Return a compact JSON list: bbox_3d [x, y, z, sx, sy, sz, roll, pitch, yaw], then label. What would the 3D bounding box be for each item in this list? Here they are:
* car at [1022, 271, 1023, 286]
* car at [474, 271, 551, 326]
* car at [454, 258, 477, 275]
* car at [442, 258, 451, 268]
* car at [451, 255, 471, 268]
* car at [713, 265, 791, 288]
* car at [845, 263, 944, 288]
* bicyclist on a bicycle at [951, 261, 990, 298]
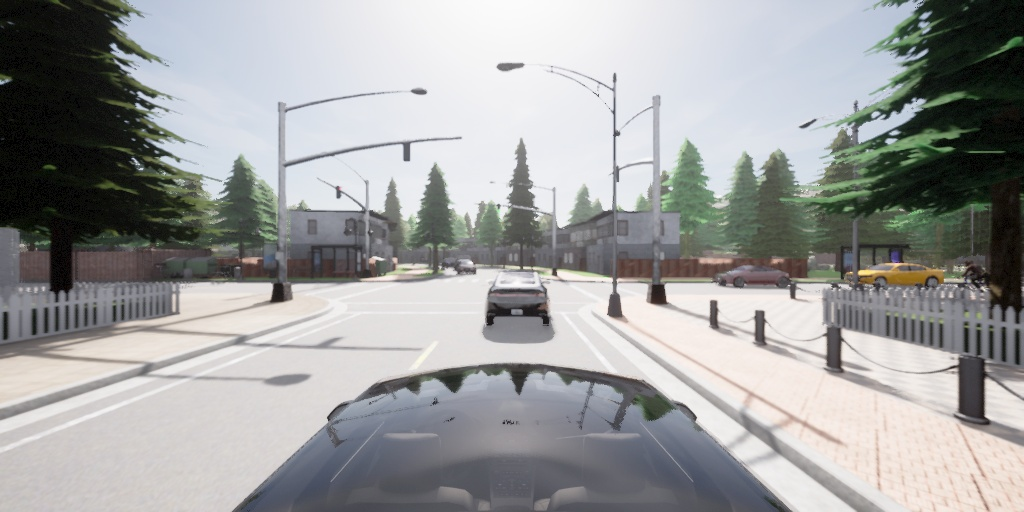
[{"bbox_3d":[34.578,1.230,22.481,4.892,1.490,1.837,0,0,2],"label":"car"},{"bbox_3d":[0.235,1.237,11.694,2.128,1.511,4.902,0,0,2],"label":"car"},{"bbox_3d":[-4.895,1.264,38.913,1.994,1.385,4.181,0,0,-7],"label":"car"},{"bbox_3d":[-9.855,1.044,57.650,2.097,1.767,4.553,0,0,-24],"label":"car"},{"bbox_3d":[-6.489,0.917,48.078,2.150,2.045,5.566,0,0,-15],"label":"car"},{"bbox_3d":[15.326,1.289,23.077,4.181,1.385,1.994,0,0,2],"label":"car"},{"bbox_3d":[24.206,1.203,22.813,5.008,1.535,1.882,0,0,2],"label":"car"},{"bbox_3d":[19.909,1.029,15.455,0.582,1.620,1.656,0,0,2],"label":"bicyclist on a bicycle"}]
